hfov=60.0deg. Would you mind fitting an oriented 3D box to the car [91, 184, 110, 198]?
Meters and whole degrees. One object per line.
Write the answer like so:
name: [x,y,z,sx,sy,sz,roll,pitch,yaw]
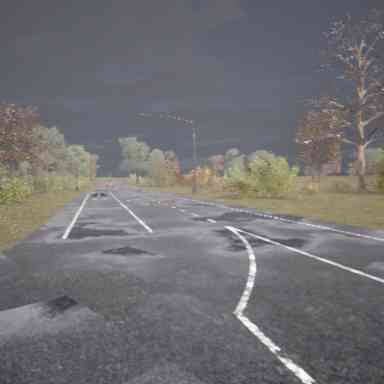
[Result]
car: [-12.360,0.036,43.999,2.033,1.411,5.357,-2,3,-17]
